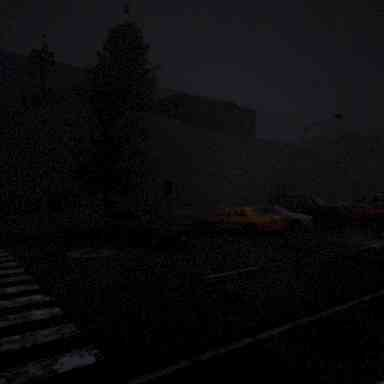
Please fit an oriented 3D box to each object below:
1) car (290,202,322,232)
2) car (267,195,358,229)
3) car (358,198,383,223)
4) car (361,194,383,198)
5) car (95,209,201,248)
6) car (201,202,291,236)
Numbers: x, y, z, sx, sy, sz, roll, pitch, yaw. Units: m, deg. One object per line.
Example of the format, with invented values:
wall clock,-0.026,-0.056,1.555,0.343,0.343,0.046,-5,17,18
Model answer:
car,5.010,1.529,20.138,4.674,1.452,2.002,-1,-1,35
car,7.485,1.232,21.866,5.566,2.045,2.435,-1,-1,35
car,12.505,1.444,25.255,5.366,1.575,1.946,-1,-1,35
car,14.772,1.175,27.115,5.566,2.045,2.435,-1,0,35
car,-2.302,1.524,14.896,4.792,1.488,2.163,-1,-1,35
car,2.409,1.493,18.492,5.366,1.575,1.946,-1,0,35
